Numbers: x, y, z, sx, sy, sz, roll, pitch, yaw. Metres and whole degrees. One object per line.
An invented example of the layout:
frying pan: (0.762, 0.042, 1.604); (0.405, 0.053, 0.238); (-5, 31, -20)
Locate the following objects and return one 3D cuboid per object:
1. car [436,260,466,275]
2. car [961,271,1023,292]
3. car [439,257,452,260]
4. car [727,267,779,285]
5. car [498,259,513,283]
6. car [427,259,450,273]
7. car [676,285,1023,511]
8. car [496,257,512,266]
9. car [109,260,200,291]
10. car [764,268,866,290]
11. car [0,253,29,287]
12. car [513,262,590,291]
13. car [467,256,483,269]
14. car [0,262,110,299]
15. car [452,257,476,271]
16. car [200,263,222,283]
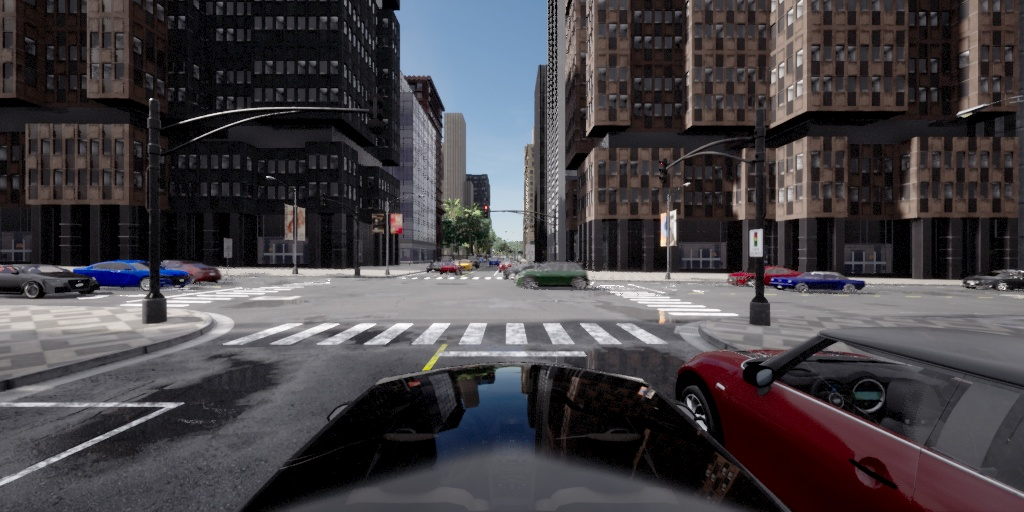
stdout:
car: (-6.482, 1.344, 38.539); (1.895, 1.301, 4.718); (0, 0, 1)
car: (35.615, 1.787, 25.855); (4.892, 1.490, 1.837); (1, 0, 0)
car: (-9.192, 1.080, 49.136); (2.192, 1.841, 5.009); (0, 0, 0)
car: (18.215, 1.507, 25.760); (5.008, 1.535, 1.882); (1, 0, 0)
car: (1.771, 1.296, 27.364); (4.892, 1.490, 1.837); (1, 2, 19)
car: (-9.154, 1.319, 43.711); (1.948, 1.339, 4.313); (0, 0, 0)
car: (2.763, 1.190, 2.378); (1.967, 1.591, 4.097); (0, 0, 0)
car: (-0.629, 1.193, 43.768); (1.967, 1.591, 4.097); (0, 0, 0)
car: (-19.838, 0.975, 18.813); (5.008, 1.535, 1.882); (1, 0, 0)
car: (19.022, 1.646, 22.511); (4.718, 1.301, 1.895); (1, 0, 0)
car: (-28.950, 0.721, 18.755); (4.553, 1.767, 2.097); (1, 0, 0)
car: (2.489, 1.158, 22.405); (4.553, 1.767, 2.097); (1, 0, 0)
car: (-6.588, 1.009, 59.271); (2.150, 2.045, 5.566); (0, 0, 0)
car: (-20.775, 1.052, 15.558); (4.181, 1.385, 1.994); (1, 0, 0)
car: (-6.522, 1.242, 48.933); (1.882, 1.535, 5.008); (0, 0, 0)
car: (-20.606, 1.046, 22.258); (4.181, 1.385, 1.994); (1, 0, 0)
